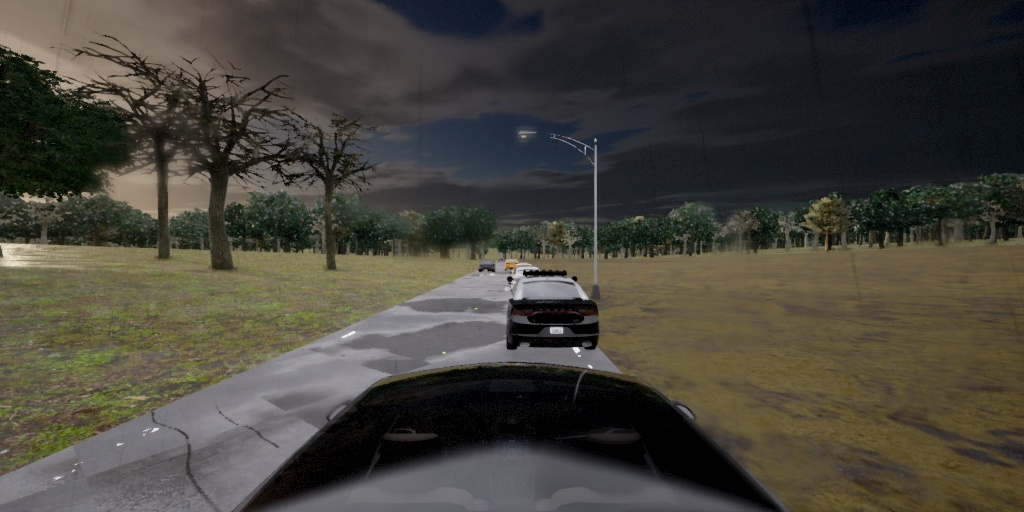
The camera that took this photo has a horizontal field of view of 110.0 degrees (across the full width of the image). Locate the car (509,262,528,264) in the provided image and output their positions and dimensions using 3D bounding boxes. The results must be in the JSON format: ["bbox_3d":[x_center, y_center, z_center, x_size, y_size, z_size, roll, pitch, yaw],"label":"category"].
[{"bbox_3d":[0.822,1.260,19.103,1.812,1.442,4.674,0,0,0],"label":"car"}]

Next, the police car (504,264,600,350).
[{"bbox_3d":[0.823,1.171,9.213,1.930,1.638,5.238,0,0,0],"label":"police car"}]

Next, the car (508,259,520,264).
[{"bbox_3d":[0.820,1.180,25.293,1.801,1.575,5.366,0,0,0],"label":"car"}]

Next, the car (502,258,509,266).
[{"bbox_3d":[0.028,1.142,48.502,1.882,1.535,5.008,0,0,0],"label":"car"}]

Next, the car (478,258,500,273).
[{"bbox_3d":[-2.859,1.233,41.898,2.033,1.411,5.357,0,0,0],"label":"car"}]
